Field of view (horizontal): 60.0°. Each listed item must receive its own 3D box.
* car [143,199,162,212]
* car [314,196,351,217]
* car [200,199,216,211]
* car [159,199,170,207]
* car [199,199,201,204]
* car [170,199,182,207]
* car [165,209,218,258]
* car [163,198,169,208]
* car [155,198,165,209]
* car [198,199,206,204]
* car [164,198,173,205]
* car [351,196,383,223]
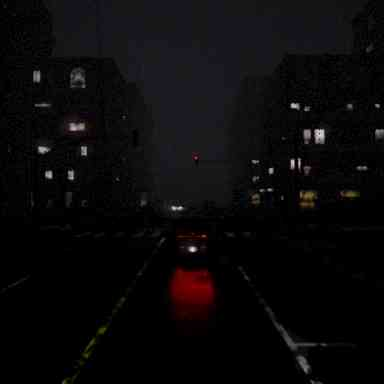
[{"bbox_3d":[-5.689,2.091,46.102,1.947,1.339,4.313,0,-1,0],"label":"car"},{"bbox_3d":[14.560,1.376,32.424,5.009,1.841,2.192,-1,1,0],"label":"car"},{"bbox_3d":[2.691,2.032,51.787,1.967,1.590,4.097,0,-1,0],"label":"car"},{"bbox_3d":[-5.688,2.232,68.832,1.967,1.590,4.097,0,-1,0],"label":"car"},{"bbox_3d":[2.691,2.098,57.469,1.967,1.590,4.097,0,-1,0],"label":"car"},{"bbox_3d":[-3.000,2.294,67.662,2.128,1.511,4.902,0,-1,0],"label":"car"},{"bbox_3d":[-0.016,1.659,13.482,1.837,1.490,4.892,0,0,-1],"label":"car"},{"bbox_3d":[-5.689,1.973,57.469,2.192,1.841,5.009,0,-1,0],"label":"car"},{"bbox_3d":[-5.689,2.115,51.615,1.752,1.417,4.829,0,-1,0],"label":"car"},{"bbox_3d":[2.693,2.616,91.560,2.008,1.369,4.403,0,-1,0],"label":"car"},{"bbox_3d":[-5.688,2.368,80.197,1.967,1.590,4.097,0,-1,0],"label":"car"},{"bbox_3d":[14.694,1.297,24.046,5.009,1.841,2.192,-1,1,0],"label":"car"}]
